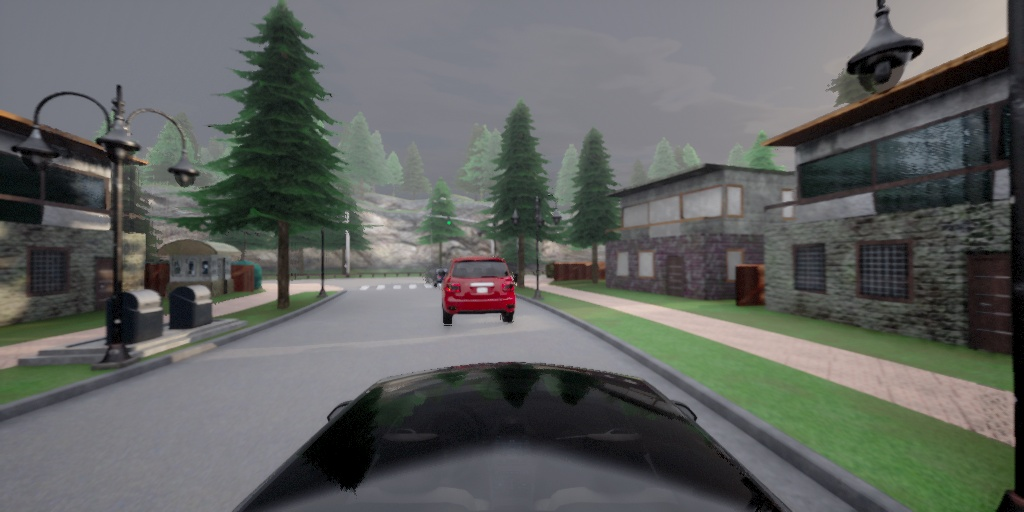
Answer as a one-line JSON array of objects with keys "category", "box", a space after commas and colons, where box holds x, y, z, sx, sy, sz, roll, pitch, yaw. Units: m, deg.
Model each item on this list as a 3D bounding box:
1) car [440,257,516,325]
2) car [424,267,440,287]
[{"category": "car", "box": [-1.341, 1.066, 12.527, 2.150, 2.045, 5.566, 0, -1, -11]}, {"category": "car", "box": [-5.433, 1.507, 27.501, 2.033, 1.411, 5.357, 0, 1, -23]}]
